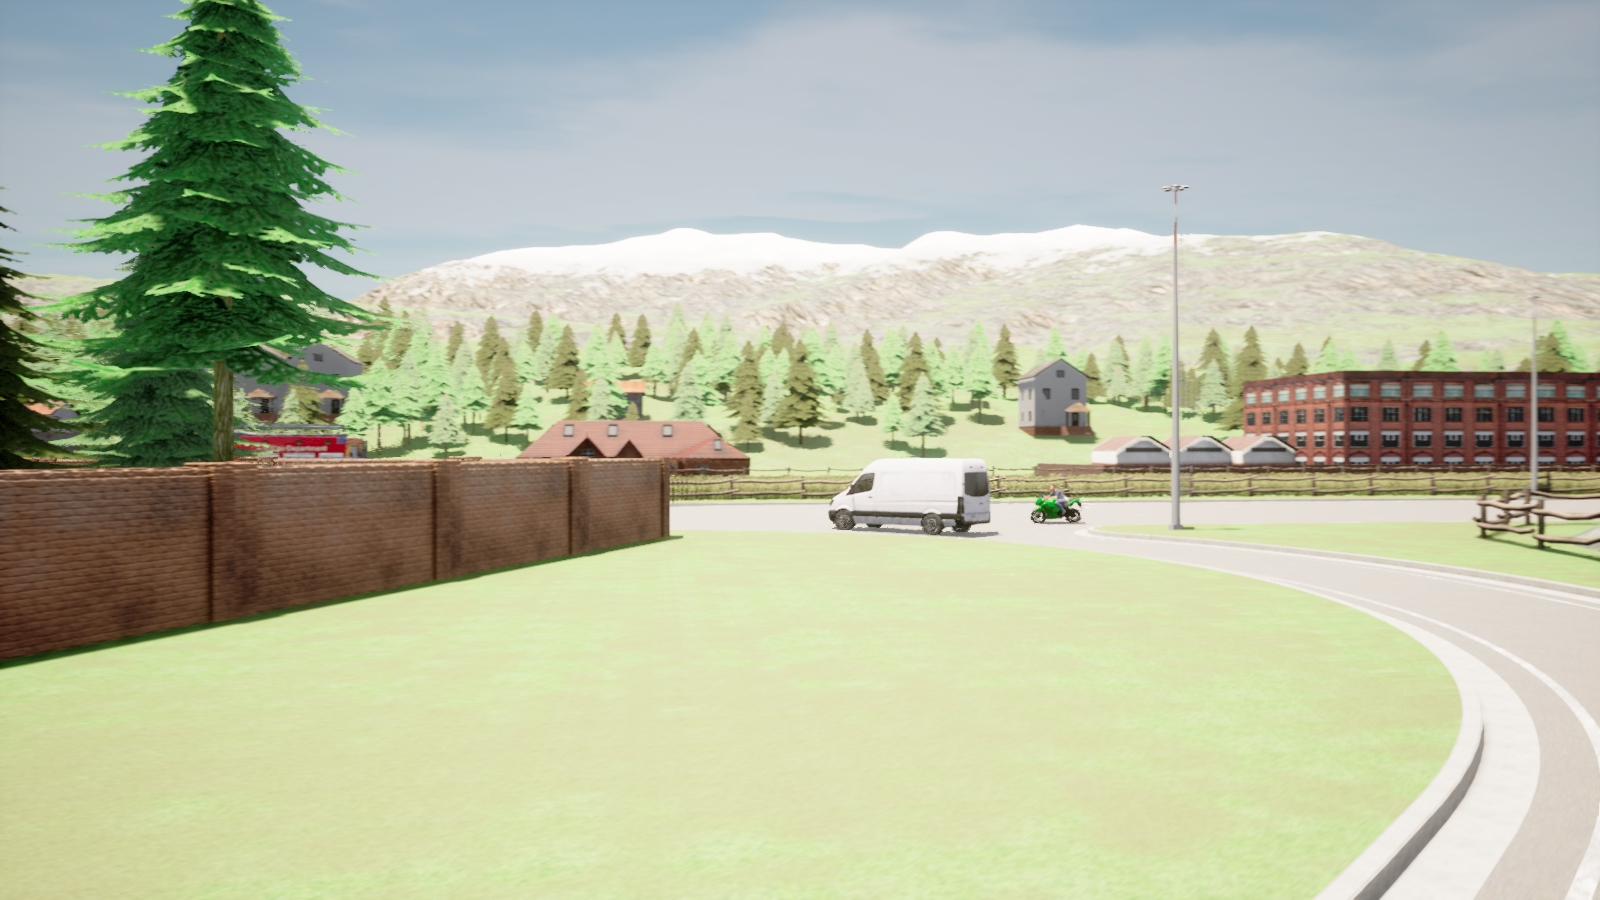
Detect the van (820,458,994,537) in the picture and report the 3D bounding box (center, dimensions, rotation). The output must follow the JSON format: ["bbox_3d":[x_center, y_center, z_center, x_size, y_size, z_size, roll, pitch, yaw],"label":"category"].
[{"bbox_3d":[3.643,1.572,39.766,5.915,2.561,1.988,0,-1,39],"label":"van"}]

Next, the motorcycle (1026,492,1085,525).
[{"bbox_3d":[9.782,2.222,43.759,2.033,1.199,0.803,0,0,-7],"label":"motorcycle"}]
